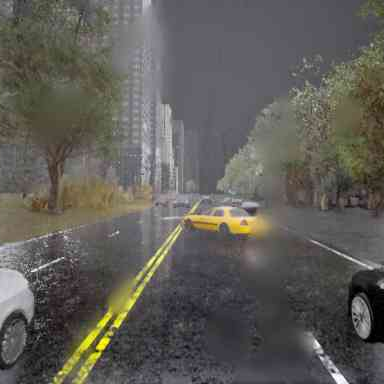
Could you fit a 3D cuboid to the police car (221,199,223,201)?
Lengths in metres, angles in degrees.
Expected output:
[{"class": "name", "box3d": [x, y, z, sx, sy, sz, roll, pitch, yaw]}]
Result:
[{"class": "police car", "box3d": [5.257, 1.483, 47.492, 2.038, 1.542, 4.974, 0, 0, 2]}]

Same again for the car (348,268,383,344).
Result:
[{"class": "car", "box3d": [3.371, 1.485, 3.501, 2.128, 1.511, 4.902, -1, 0, 2]}]

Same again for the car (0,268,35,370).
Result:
[{"class": "car", "box3d": [-3.230, 1.525, 3.024, 1.812, 1.442, 4.674, 0, 0, 3]}]

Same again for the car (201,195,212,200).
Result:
[{"class": "car", "box3d": [2.675, 1.500, 61.952, 1.812, 1.442, 4.674, 0, 0, 3]}]

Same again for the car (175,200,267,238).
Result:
[{"class": "car", "box3d": [1.497, 1.454, 17.896, 1.801, 1.575, 5.366, 0, 0, -37]}]

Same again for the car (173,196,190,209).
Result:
[{"class": "car", "box3d": [-1.392, 1.339, 46.158, 2.097, 1.767, 4.553, 0, 0, 3]}]

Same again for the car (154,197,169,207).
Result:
[{"class": "car", "box3d": [-4.492, 1.488, 49.694, 1.837, 1.490, 4.892, 0, 0, 3]}]

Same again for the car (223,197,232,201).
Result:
[{"class": "car", "box3d": [4.813, 1.448, 36.491, 1.837, 1.490, 4.892, 1, 0, 2]}]

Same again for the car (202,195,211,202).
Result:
[{"class": "car", "box3d": [3.351, 1.498, 78.844, 2.033, 1.411, 5.357, 0, 0, 2]}]

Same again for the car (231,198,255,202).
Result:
[{"class": "car", "box3d": [4.343, 1.426, 25.495, 1.882, 1.535, 5.008, 1, 0, 2]}]
